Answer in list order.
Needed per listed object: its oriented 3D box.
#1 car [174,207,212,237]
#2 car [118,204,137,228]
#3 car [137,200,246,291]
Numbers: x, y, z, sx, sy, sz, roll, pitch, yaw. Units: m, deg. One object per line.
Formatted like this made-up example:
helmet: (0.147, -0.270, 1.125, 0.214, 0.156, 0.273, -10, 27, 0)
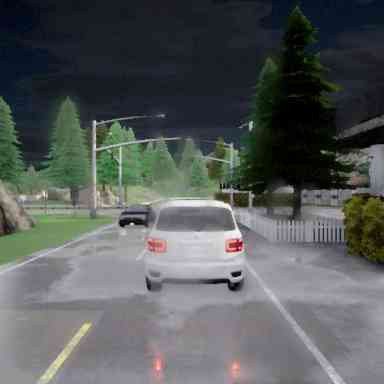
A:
car: (0.017, 1.597, 18.895, 1.895, 1.301, 4.718, 0, 0, 0)
car: (-3.607, 1.543, 22.629, 2.033, 1.411, 5.357, 0, 0, 0)
car: (0.064, 1.219, 9.132, 2.150, 2.045, 5.566, 0, 0, 0)
